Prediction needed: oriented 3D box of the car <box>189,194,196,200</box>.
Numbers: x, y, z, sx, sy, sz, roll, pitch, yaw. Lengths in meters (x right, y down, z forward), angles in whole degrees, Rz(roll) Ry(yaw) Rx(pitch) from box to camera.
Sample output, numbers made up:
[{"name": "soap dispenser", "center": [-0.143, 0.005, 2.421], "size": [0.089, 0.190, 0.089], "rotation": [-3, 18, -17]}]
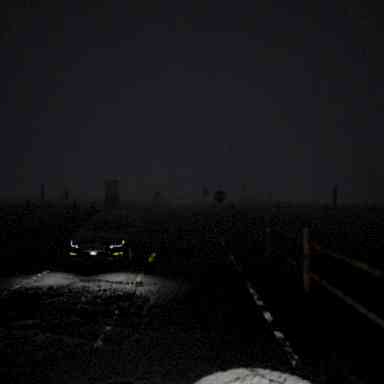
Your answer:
[{"name": "car", "center": [0.026, 1.357, 90.843], "size": [1.837, 1.490, 4.892], "rotation": [0, 0, 0]}]

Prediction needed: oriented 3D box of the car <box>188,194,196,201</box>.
[{"name": "car", "center": [0.022, 1.534, 80.837], "size": [1.812, 1.442, 4.674], "rotation": [0, 0, 0]}]

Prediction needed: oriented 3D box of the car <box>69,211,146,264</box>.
[{"name": "car", "center": [-2.832, 1.505, 11.991], "size": [1.837, 1.490, 4.892], "rotation": [0, 0, 0]}]

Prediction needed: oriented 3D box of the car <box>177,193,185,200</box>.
[{"name": "car", "center": [-2.728, 1.114, 85.014], "size": [1.882, 1.535, 5.008], "rotation": [0, 0, 0]}]
